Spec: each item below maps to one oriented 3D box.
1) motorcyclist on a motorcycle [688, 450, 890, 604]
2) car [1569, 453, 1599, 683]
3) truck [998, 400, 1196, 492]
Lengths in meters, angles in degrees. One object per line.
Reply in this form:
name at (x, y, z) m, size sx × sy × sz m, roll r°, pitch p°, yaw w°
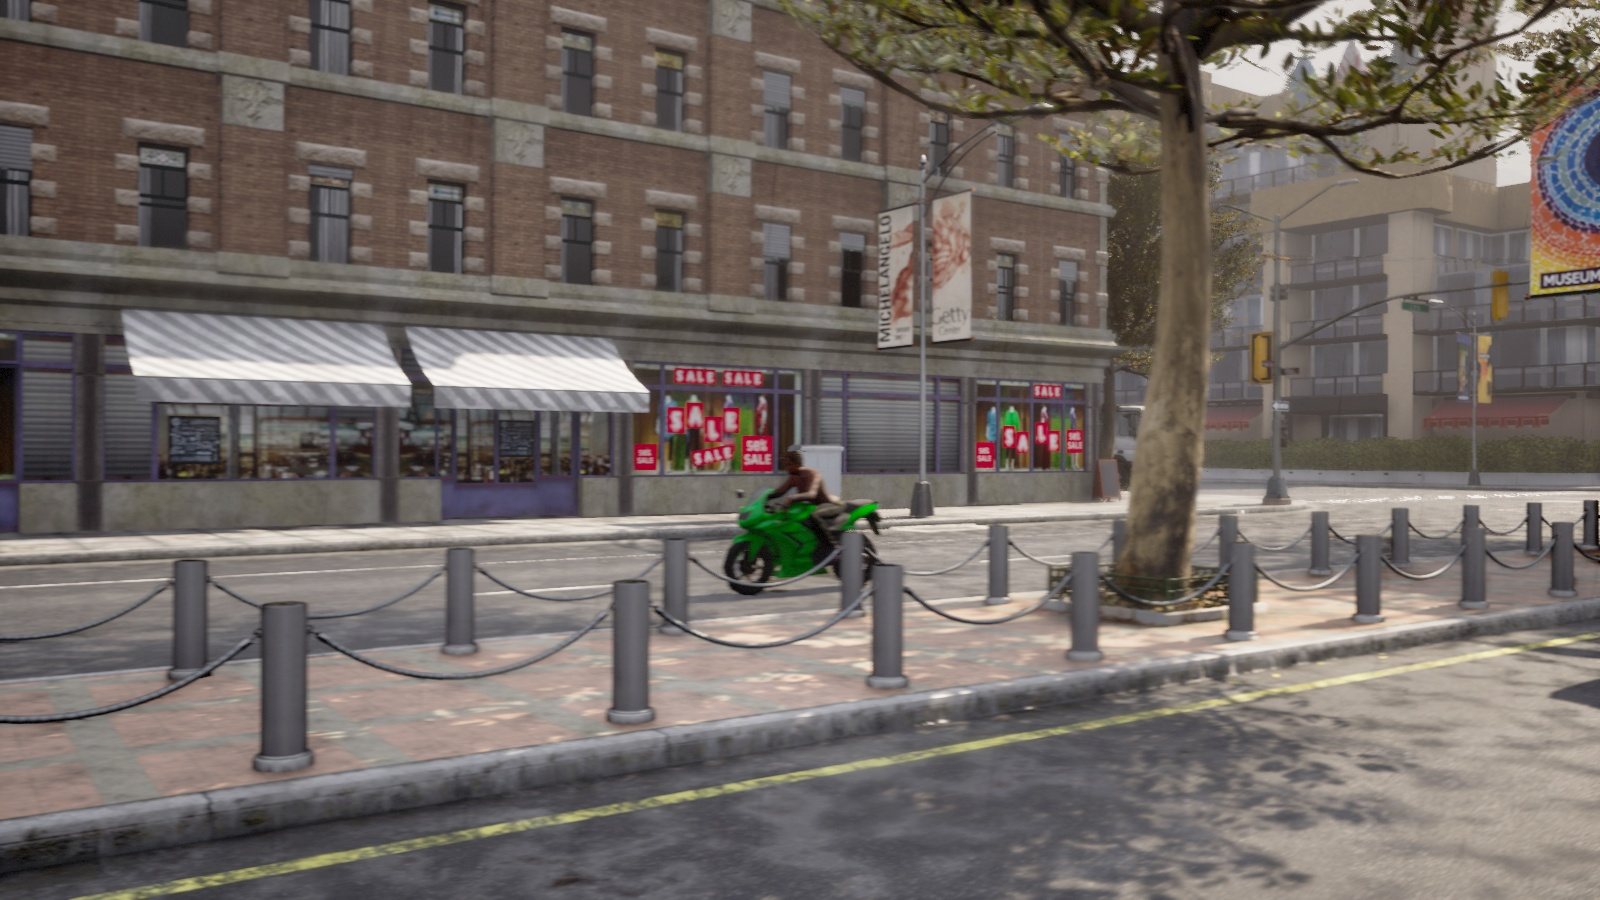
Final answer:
motorcyclist on a motorcycle at (-0.096, 0.760, 13.339) m, size 2.044 × 1.523 × 0.797 m, roll 0°, pitch 0°, yaw -35°
car at (7.130, 0.765, 8.621) m, size 3.633 × 1.501 × 1.845 m, roll 0°, pitch 0°, yaw -35°
truck at (11.956, -0.136, 51.384) m, size 2.891 × 3.462 × 7.936 m, roll 0°, pitch 0°, yaw -35°
